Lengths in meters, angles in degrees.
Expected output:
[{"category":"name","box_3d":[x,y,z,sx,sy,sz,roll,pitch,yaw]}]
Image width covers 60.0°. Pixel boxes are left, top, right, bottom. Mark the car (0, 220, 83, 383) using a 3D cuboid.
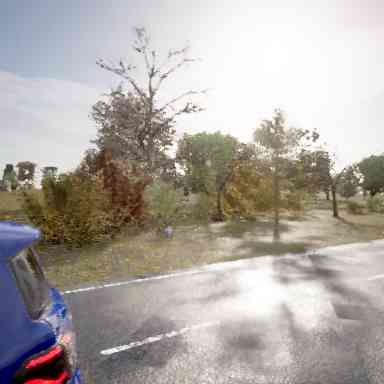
[{"category":"car","box_3d":[-3.326,1.200,1.305,5.566,2.045,2.150,1,0,-36]}]
